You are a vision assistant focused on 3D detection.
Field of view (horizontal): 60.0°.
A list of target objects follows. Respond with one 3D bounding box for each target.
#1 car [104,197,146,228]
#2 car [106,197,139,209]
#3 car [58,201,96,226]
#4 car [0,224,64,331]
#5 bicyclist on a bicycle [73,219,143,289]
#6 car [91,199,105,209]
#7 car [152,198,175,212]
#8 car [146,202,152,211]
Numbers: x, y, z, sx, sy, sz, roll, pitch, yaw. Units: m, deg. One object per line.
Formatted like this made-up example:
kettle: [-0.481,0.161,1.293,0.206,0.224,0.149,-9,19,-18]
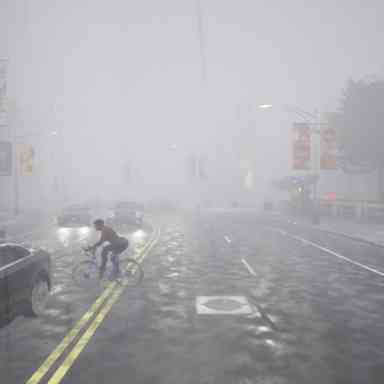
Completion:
car: [-4.307,1.351,21.798,2.097,1.767,4.553,0,0,-9]
car: [-9.807,1.491,46.661,2.128,1.511,4.902,0,0,-45]
car: [-8.049,1.564,23.317,1.994,1.385,4.181,0,0,-13]
car: [-3.639,1.490,4.626,2.128,1.511,4.902,0,0,0]
bicyclist on a bicycle: [-1.975,1.455,7.729,1.656,1.620,0.582,-2,0,-1]
car: [-12.773,1.601,44.732,4.718,1.301,1.895,0,0,44]
car: [-3.717,1.505,38.958,1.837,1.490,4.892,0,0,-31]
car: [-6.616,1.526,37.191,1.812,1.442,4.674,0,0,-32]
